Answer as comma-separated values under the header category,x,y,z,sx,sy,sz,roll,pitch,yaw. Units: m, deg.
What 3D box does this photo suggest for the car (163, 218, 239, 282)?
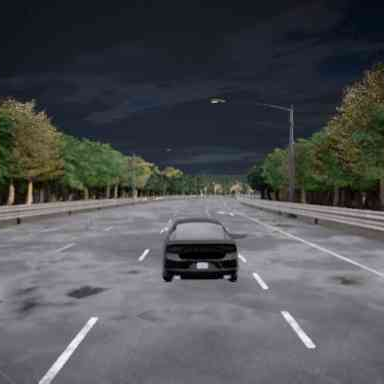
category,x,y,z,sx,sy,sz,roll,pitch,yaw
car,0.156,1.505,9.980,1.882,1.535,5.008,0,0,-2
